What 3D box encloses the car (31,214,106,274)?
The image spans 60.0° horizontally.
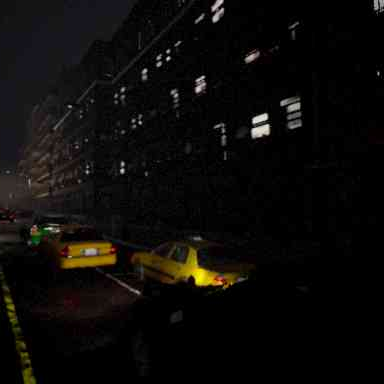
[{"bbox_3d":[-4.354,1.812,12.007,1.801,1.575,5.366,1,-2,-32],"label":"car"}]

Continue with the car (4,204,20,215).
[{"bbox_3d":[-32.469,3.092,59.884,2.192,1.841,5.009,3,-3,-32],"label":"car"}]

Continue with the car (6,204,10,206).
[{"bbox_3d":[-26.651,2.839,45.850,1.837,1.490,4.892,1,-2,-32],"label":"car"}]

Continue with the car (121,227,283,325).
[{"bbox_3d":[-0.116,1.798,8.578,1.752,1.417,4.829,3,-3,-32],"label":"car"}]

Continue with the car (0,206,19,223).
[{"bbox_3d":[-20.001,2.567,35.335,2.033,1.411,5.357,1,-2,-32],"label":"car"}]

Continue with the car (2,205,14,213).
[{"bbox_3d":[-38.368,3.512,69.235,1.967,1.590,4.097,3,-3,-32],"label":"car"}]

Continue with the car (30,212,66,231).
[{"bbox_3d":[-11.815,2.347,27.145,2.008,1.369,4.403,3,-3,-32],"label":"car"}]

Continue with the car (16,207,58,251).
[{"bbox_3d":[-7.435,1.845,16.900,2.097,1.767,4.553,1,-2,-32],"label":"car"}]

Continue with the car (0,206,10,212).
[{"bbox_3d":[-44.267,3.955,78.584,1.802,1.307,4.206,3,-3,-32],"label":"car"}]

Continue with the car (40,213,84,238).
[{"bbox_3d":[-8.867,2.208,22.467,1.887,1.381,4.507,3,-3,-32],"label":"car"}]

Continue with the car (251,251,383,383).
[{"bbox_3d":[2.922,1.685,3.754,1.887,1.381,4.507,3,-3,-32],"label":"car"}]

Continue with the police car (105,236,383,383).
[{"bbox_3d":[0.923,1.544,3.415,1.930,1.638,5.238,1,-2,-32],"label":"police car"}]

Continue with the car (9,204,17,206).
[{"bbox_3d":[-26.542,2.930,50.545,1.967,1.590,4.097,3,-3,-32],"label":"car"}]
